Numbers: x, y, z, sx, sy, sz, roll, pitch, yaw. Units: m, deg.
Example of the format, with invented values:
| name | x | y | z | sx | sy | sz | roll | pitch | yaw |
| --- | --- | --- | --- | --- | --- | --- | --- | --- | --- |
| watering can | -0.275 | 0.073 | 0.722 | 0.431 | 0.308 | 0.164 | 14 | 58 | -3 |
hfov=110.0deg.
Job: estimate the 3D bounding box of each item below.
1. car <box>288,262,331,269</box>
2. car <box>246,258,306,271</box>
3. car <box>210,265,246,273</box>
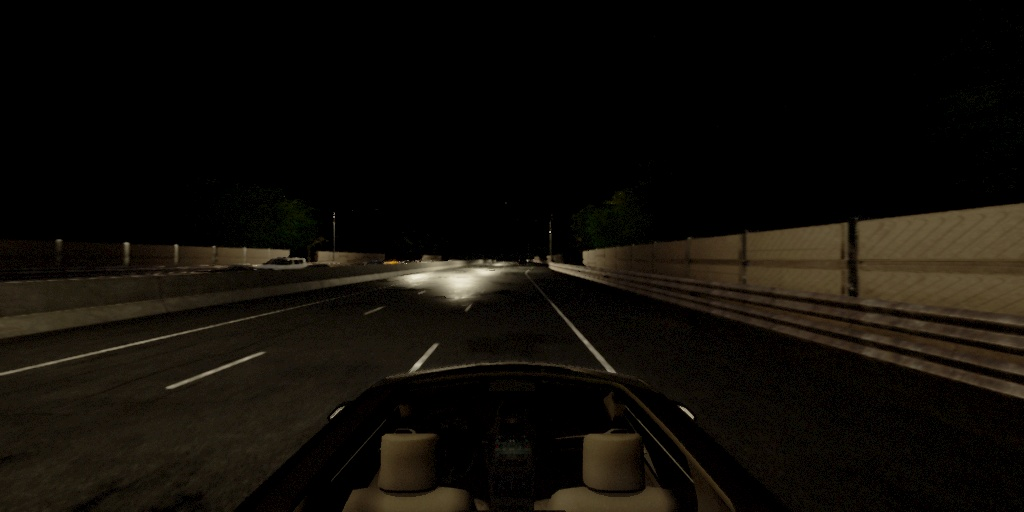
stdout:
| name | x | y | z | sx | sy | sz | roll | pitch | yaw |
| --- | --- | --- | --- | --- | --- | --- | --- | --- | --- |
| car | -17.576 | 1.473 | 32.301 | 1.812 | 1.442 | 4.674 | 0 | 0 | 0 |
| car | -21.073 | 1.176 | 32.960 | 2.150 | 2.045 | 5.566 | 0 | -1 | 0 |
| car | -24.573 | 1.496 | 32.326 | 2.033 | 1.411 | 5.357 | 0 | 0 | 0 |
